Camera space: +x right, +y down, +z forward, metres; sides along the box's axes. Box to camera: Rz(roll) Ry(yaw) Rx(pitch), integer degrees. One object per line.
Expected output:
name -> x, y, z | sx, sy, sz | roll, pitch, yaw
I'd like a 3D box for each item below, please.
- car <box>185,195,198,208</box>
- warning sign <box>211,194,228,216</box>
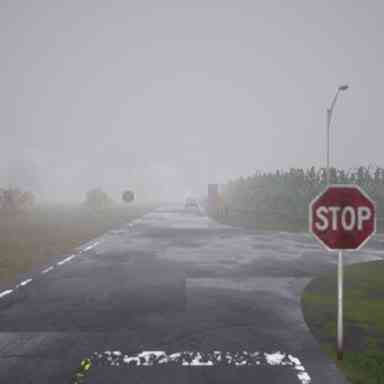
car -> -0.057, 1.575, 48.299 | 2.033, 1.411, 5.357 | 0, 0, 0
warning sign -> 2.355, 1.140, 28.635 | 1.300, 1.860, 1.060 | 0, 0, 0
